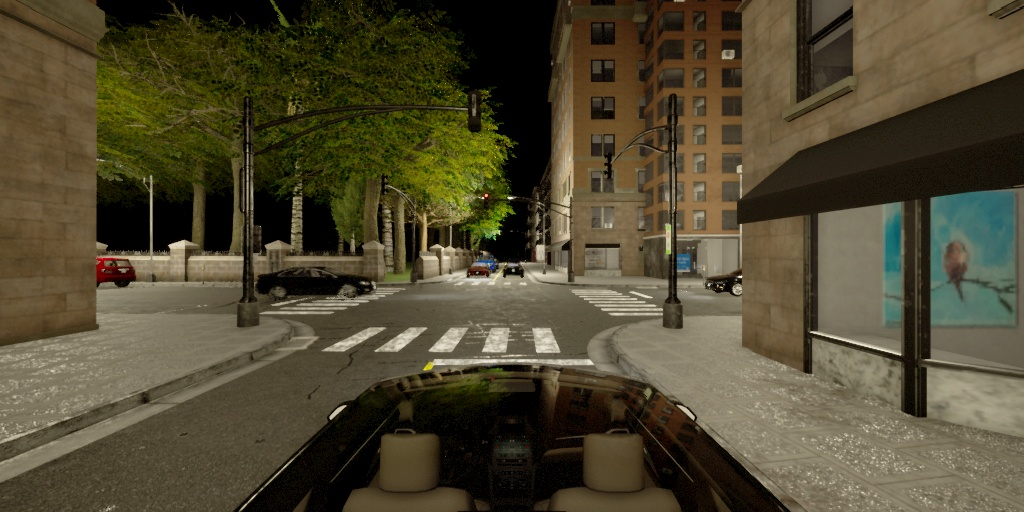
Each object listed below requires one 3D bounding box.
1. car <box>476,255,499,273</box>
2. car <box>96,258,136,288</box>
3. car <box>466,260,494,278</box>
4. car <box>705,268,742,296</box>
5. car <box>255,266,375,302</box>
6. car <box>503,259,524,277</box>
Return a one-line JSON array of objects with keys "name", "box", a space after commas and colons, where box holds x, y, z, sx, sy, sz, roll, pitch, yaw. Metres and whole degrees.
[{"name": "car", "box": [-3.044, 0.936, 42.909, 2.150, 2.045, 5.566, 0, 0, 0]}, {"name": "car", "box": [-25.923, 1.036, 21.771, 5.009, 1.841, 2.192, 0, 0, 1]}, {"name": "car", "box": [-3.055, 1.295, 33.600, 1.994, 1.385, 4.181, 0, 0, 0]}, {"name": "car", "box": [12.689, 1.272, 18.675, 4.892, 1.490, 1.837, 0, 0, 1]}, {"name": "car", "box": [-9.027, 1.235, 16.735, 4.902, 1.511, 2.128, 0, 0, -12]}, {"name": "car", "box": [0.132, 1.292, 35.253, 1.994, 1.385, 4.181, 0, 0, 0]}]
